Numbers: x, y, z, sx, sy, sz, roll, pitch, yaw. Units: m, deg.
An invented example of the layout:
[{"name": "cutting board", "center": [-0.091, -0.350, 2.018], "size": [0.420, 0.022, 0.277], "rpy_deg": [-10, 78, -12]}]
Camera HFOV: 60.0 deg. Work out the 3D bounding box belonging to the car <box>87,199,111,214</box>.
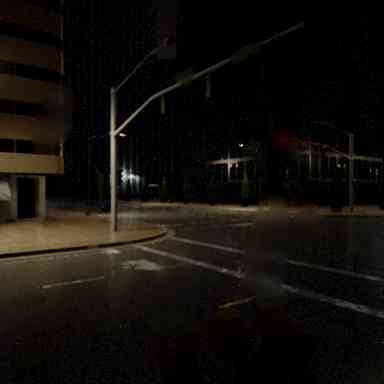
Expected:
[{"name": "car", "center": [-9.851, 1.489, 36.150], "size": [1.882, 1.535, 5.008], "rpy_deg": [0, 0, -36]}]
